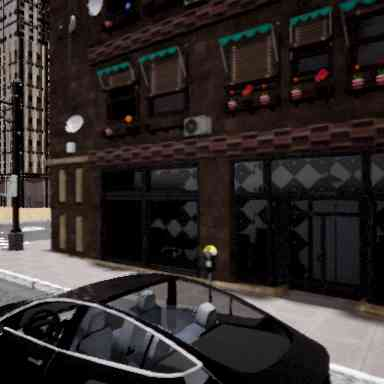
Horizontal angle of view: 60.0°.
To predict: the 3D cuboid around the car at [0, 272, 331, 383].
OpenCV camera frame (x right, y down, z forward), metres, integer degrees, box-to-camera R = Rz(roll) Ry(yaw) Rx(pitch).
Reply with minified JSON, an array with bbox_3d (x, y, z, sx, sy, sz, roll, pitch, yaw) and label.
[{"bbox_3d":[-0.816,1.556,3.466,4.313,1.339,1.947,0,0,36],"label":"car"}]
